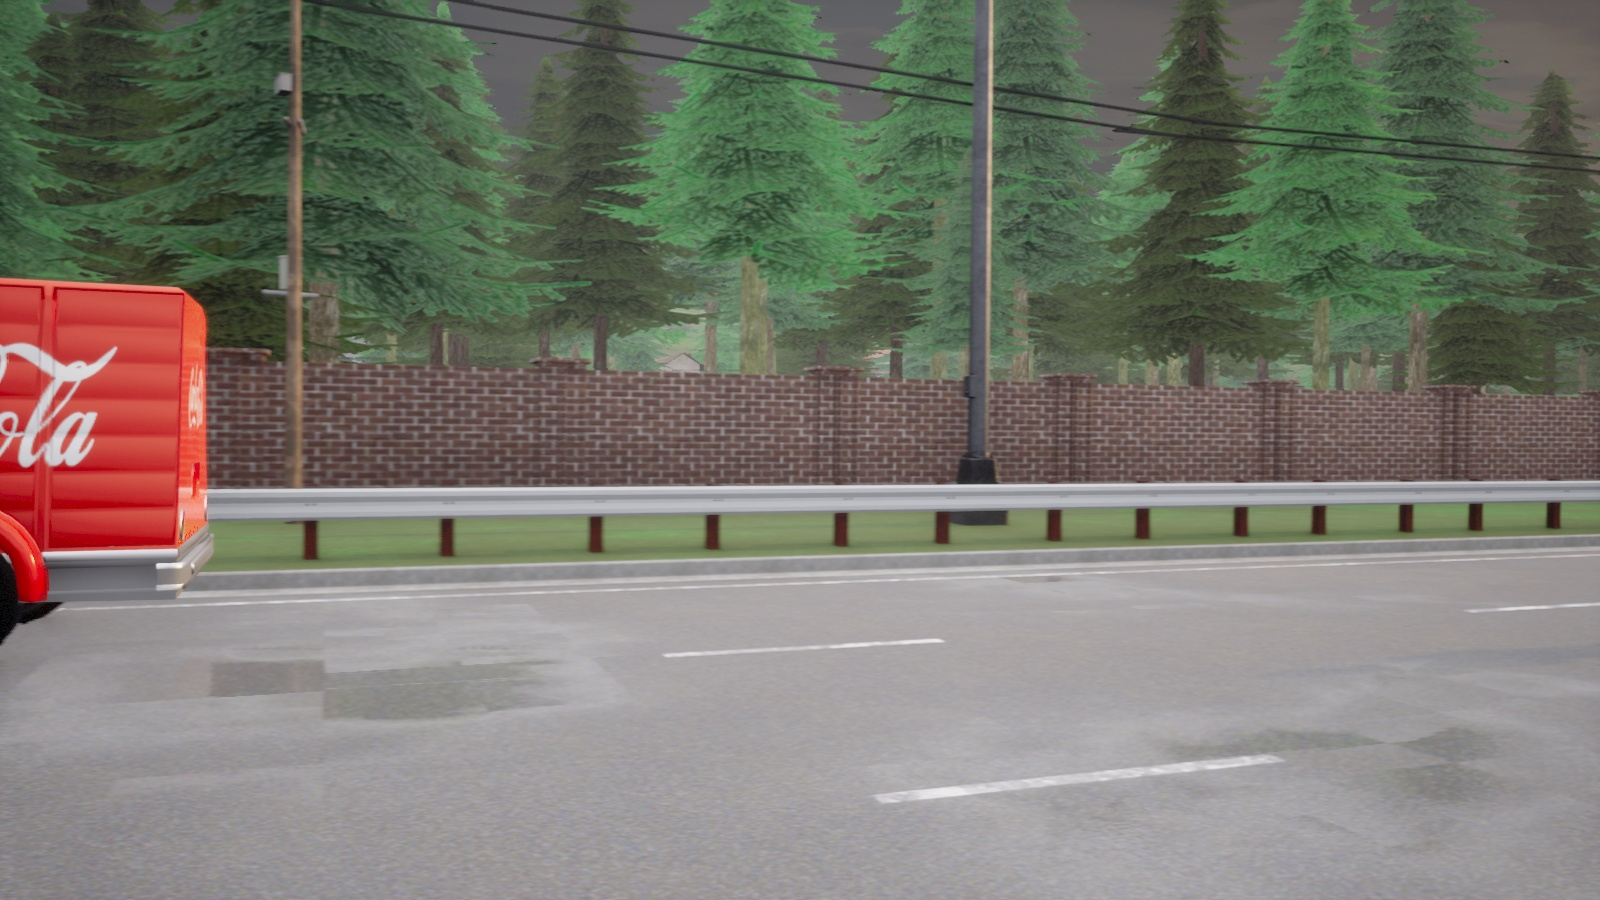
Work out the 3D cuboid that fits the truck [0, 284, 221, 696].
[{"bbox_3d":[-6.742,0.251,8.161,5.204,2.467,2.627,-1,1,-21],"label":"truck"}]
